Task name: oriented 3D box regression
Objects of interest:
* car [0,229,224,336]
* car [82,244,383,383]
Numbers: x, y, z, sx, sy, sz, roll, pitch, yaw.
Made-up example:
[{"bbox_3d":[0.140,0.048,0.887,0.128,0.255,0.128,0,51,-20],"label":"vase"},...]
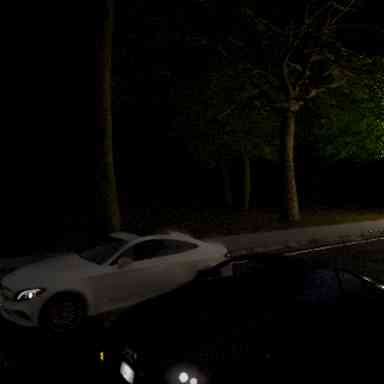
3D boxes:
[{"bbox_3d":[-1.223,1.525,6.785,4.674,1.442,1.812,0,0,-35],"label":"car"},{"bbox_3d":[0.999,1.563,4.374,4.181,1.385,1.994,0,0,-35],"label":"car"}]
